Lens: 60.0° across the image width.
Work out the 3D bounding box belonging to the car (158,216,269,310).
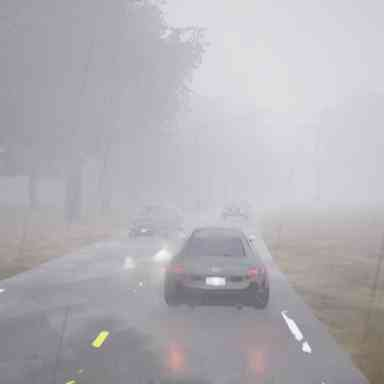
[{"bbox_3d":[0.584,1.500,7.783,1.994,1.385,4.181,0,1,5],"label":"car"}]

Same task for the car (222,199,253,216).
[{"bbox_3d":[3.488,1.266,25.175,2.033,1.411,5.357,0,1,15],"label":"car"}]

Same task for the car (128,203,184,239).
[{"bbox_3d":[-1.607,1.355,16.289,1.837,1.490,4.892,0,1,10],"label":"car"}]
